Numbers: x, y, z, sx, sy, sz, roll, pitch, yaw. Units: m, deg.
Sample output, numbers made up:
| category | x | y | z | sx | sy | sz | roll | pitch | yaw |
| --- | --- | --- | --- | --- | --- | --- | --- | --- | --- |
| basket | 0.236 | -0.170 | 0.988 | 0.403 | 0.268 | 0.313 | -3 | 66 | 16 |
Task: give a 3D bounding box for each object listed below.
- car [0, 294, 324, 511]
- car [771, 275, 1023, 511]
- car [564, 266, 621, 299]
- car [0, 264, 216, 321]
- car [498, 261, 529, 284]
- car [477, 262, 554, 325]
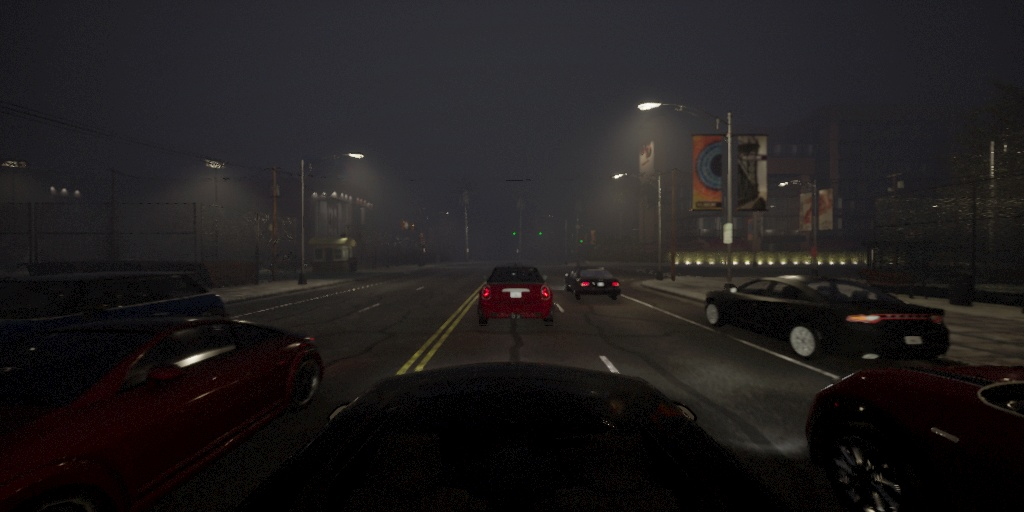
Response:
| category | x | y | z | sx | sy | sz | roll | pitch | yaw |
| --- | --- | --- | --- | --- | --- | --- | --- | --- | --- |
| car | -3.583 | 1.302 | 3.215 | 1.994 | 1.385 | 4.181 | 0 | 0 | 0 |
| car | 3.597 | 1.106 | 1.215 | 2.097 | 1.767 | 4.553 | 0 | 0 | 0 |
| car | 3.657 | 1.175 | 16.996 | 2.033 | 1.411 | 5.357 | 0 | 0 | 2 |
| car | -7.072 | 1.070 | 5.664 | 2.097 | 1.767 | 4.553 | 0 | 0 | 0 |
| car | 0.111 | 1.123 | 25.675 | 1.994 | 1.385 | 4.181 | 0 | 1 | 0 |
| car | 0.106 | 1.023 | 11.585 | 2.097 | 1.767 | 4.553 | 0 | 0 | 0 |
